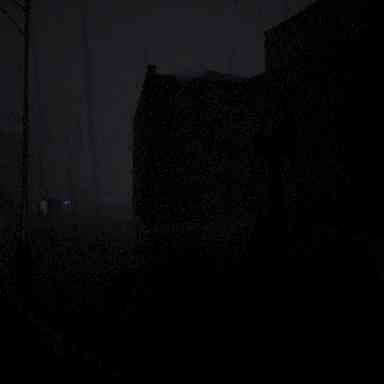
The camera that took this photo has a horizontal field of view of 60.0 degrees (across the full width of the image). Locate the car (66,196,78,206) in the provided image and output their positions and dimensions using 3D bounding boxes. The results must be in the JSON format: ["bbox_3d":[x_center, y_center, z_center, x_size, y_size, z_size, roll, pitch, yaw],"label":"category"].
[{"bbox_3d":[-19.725,1.418,53.684,1.812,1.442,4.674,1,0,-7],"label":"car"}]

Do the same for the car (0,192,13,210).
[{"bbox_3d":[-21.175,1.012,35.467,2.150,2.045,5.566,1,0,-7],"label":"car"}]

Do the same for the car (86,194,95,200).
[{"bbox_3d":[-27.609,1.358,90.665,2.128,1.511,4.902,1,0,-7],"label":"car"}]

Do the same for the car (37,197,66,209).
[{"bbox_3d":[-18.427,1.370,43.068,2.128,1.511,4.902,1,0,-6],"label":"car"}]
